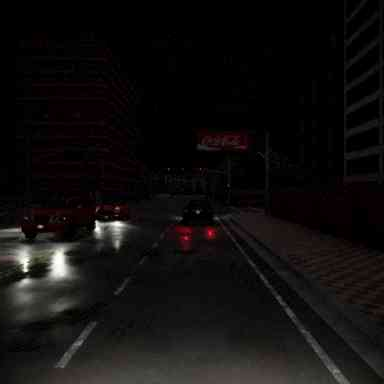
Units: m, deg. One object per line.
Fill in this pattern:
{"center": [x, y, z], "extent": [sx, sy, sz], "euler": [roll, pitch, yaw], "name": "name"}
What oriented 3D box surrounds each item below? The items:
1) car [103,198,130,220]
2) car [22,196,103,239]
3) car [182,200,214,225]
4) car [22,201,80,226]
{"center": [-6.617, 1.361, 28.061], "extent": [2.097, 1.767, 4.553], "euler": [0, 0, 1], "name": "car"}
{"center": [-6.842, 1.227, 17.891], "extent": [2.150, 2.045, 5.566], "euler": [0, 0, 1], "name": "car"}
{"center": [0.426, 1.360, 24.002], "extent": [2.097, 1.767, 4.553], "euler": [0, 0, 1], "name": "car"}
{"center": [-10.193, 1.500, 24.610], "extent": [2.128, 1.511, 4.902], "euler": [0, 0, 1], "name": "car"}
